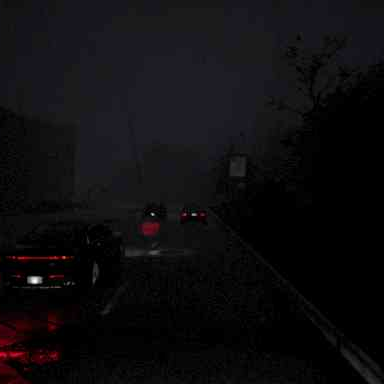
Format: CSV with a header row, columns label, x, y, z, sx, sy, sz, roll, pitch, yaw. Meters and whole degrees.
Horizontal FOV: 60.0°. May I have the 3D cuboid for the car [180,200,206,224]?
label,x,y,z,sx,sy,sz,roll,pitch,yaw
car,0.094,1.573,24.808,2.033,1.411,5.357,0,0,0

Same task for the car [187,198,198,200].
label,x,y,z,sx,sy,sz,roll,pitch,yaw
car,0.105,1.536,42.723,2.128,1.511,4.902,0,0,0

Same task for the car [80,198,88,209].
label,x,y,z,sx,sy,sz,roll,pitch,yaw
car,-15.596,1.550,45.284,2.002,1.452,4.674,-2,0,0

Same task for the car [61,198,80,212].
label,x,y,z,sx,sy,sz,roll,pitch,yaw
car,-15.565,1.532,39.788,2.163,1.488,4.792,0,0,0

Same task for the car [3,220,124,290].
label,x,y,z,sx,sy,sz,roll,pitch,yaw
car,-3.149,1.515,9.090,1.837,1.490,4.892,0,0,0

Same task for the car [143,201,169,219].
label,x,y,z,sx,sy,sz,roll,pitch,yaw
car,-3.148,1.536,29.127,1.837,1.490,4.892,0,0,0

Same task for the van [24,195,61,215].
label,x,y,z,sx,sy,sz,roll,pitch,yaw
van,-15.550,1.270,34.176,1.878,1.987,4.442,0,0,0
